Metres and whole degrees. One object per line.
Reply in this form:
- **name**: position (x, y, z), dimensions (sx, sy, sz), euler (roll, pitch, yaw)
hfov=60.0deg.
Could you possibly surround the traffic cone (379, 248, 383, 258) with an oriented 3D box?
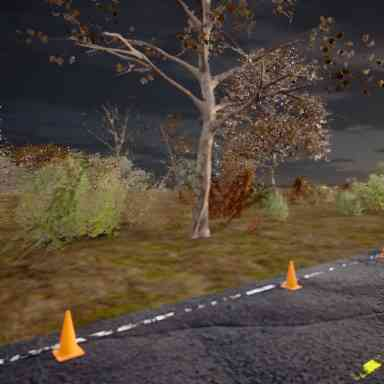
- **traffic cone**: position (6.183, 1.787, 10.575), dimensions (0.340, 0.580, 0.340), euler (-1, 1, -38)

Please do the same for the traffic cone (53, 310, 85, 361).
- **traffic cone**: position (-1.714, 1.940, 4.611), dimensions (0.340, 0.580, 0.340), euler (-1, 1, -36)

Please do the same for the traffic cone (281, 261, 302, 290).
- **traffic cone**: position (2.263, 1.863, 7.555), dimensions (0.340, 0.580, 0.340), euler (-1, 1, -37)
